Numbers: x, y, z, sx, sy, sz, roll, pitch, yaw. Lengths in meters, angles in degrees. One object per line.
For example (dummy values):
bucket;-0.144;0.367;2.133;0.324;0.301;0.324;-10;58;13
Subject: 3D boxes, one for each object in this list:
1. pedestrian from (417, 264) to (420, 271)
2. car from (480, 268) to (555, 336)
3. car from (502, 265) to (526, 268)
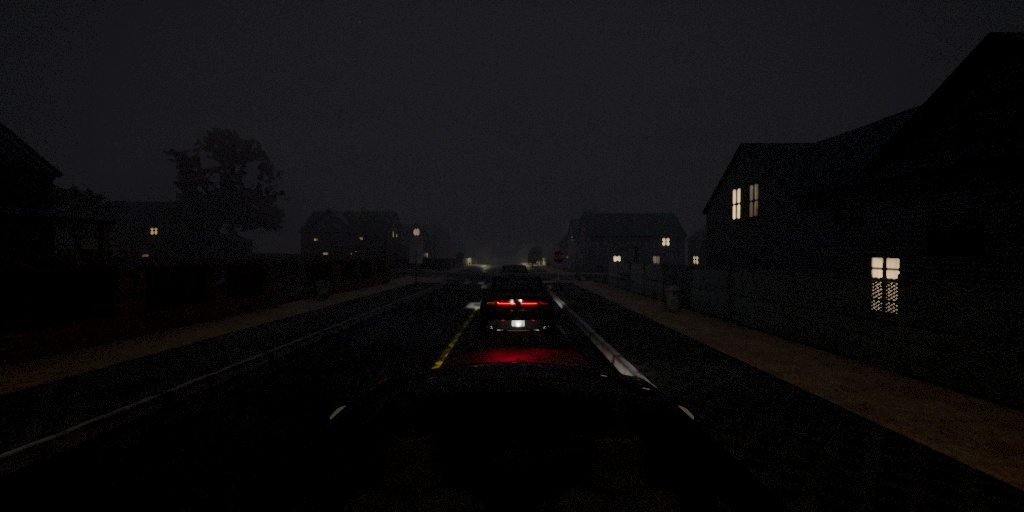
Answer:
pedestrian;-9.567;0.598;36.972;0.375;1.860;0.375;0;0;1
car;0.133;1.248;10.371;1.837;1.490;4.892;0;0;0
car;0.117;1.242;20.514;1.837;1.490;4.892;0;0;-1
